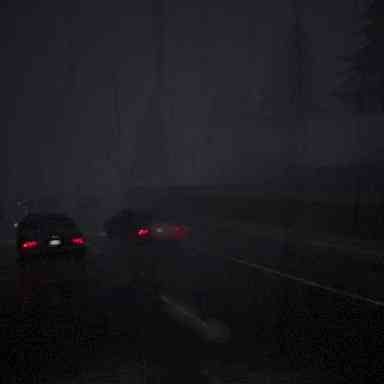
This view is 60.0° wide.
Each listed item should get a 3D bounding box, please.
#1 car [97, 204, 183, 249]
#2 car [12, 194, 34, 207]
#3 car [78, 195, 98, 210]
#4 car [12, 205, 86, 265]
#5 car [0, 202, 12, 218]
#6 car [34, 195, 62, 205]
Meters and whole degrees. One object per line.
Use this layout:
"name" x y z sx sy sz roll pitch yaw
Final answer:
"car" -2.222 1.370 13.696 2.033 1.411 5.357 0 1 -27
"car" -18.888 0.999 37.355 1.812 1.442 4.674 0 1 -16
"car" -10.861 1.011 34.771 1.882 1.535 5.008 0 1 -18
"car" -4.881 1.391 11.237 2.033 1.411 5.357 0 1 -28
"car" -13.858 1.167 22.450 2.128 1.511 4.902 0 1 -22
"car" -13.794 1.029 32.460 1.882 1.535 5.008 0 1 -18
